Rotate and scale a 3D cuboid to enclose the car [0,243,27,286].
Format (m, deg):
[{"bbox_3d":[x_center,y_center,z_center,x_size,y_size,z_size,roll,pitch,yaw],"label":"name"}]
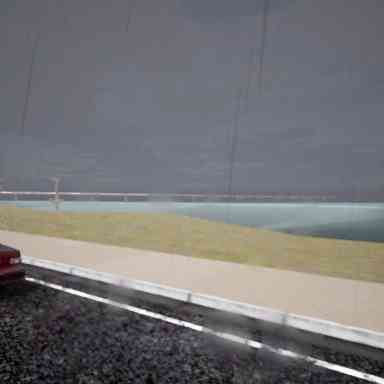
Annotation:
[{"bbox_3d":[-6.225,1.535,8.137,5.357,1.411,2.033,0,0,34],"label":"car"}]
